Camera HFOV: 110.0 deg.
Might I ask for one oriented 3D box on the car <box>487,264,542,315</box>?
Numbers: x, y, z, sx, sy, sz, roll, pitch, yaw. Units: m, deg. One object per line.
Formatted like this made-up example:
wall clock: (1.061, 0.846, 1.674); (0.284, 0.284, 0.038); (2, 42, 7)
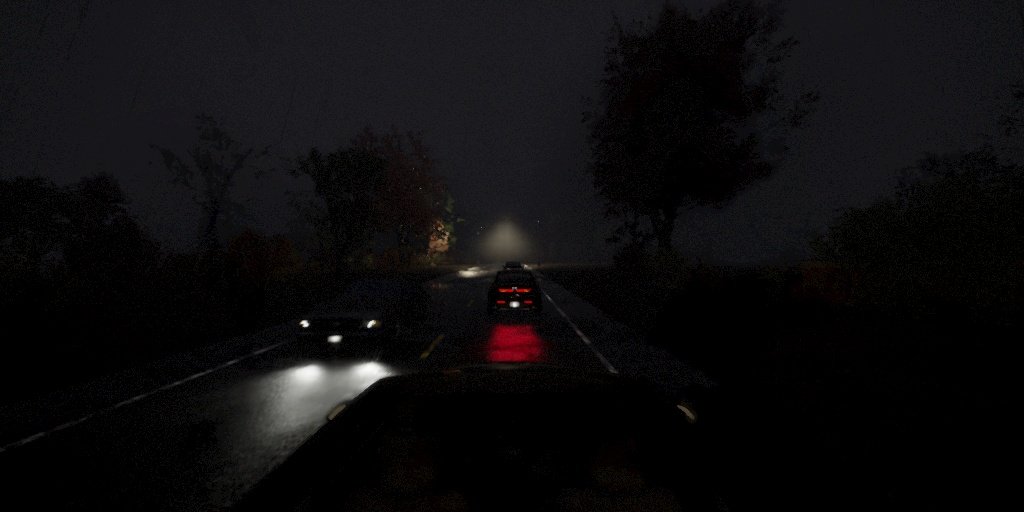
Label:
car: (0.089, 1.248, 13.605); (1.837, 1.490, 4.892); (0, 0, 0)

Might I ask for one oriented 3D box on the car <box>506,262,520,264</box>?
car: (0.095, 1.262, 33.040); (1.837, 1.490, 4.892); (0, 0, 0)

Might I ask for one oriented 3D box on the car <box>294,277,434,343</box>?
car: (-3.555, 1.291, 9.898); (2.033, 1.411, 5.357); (0, 0, 1)
